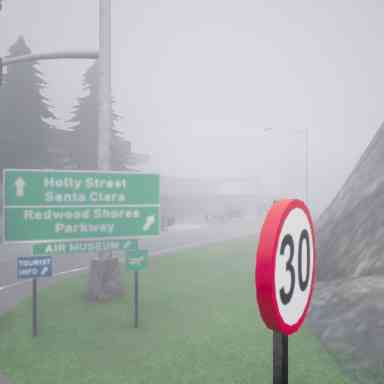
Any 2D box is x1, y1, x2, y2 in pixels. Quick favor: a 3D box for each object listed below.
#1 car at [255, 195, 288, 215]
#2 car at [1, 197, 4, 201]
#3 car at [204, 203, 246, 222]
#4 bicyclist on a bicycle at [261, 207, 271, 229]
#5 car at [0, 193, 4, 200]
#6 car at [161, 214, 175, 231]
[{"bbox_3d":[8.995,1.413,36.662,2.150,2.045,5.566,0,0,36],"label":"car"},{"bbox_3d":[-12.297,1.505,26.109,1.905,1.878,3.866,0,0,35],"label":"car"},{"bbox_3d":[2.871,1.683,28.321,2.128,1.511,4.902,0,0,36],"label":"car"},{"bbox_3d":[4.641,1.643,18.728,1.656,1.620,0.582,0,0,36],"label":"bicyclist on a bicycle"},{"bbox_3d":[-38.345,1.489,70.143,4.514,1.523,2.007,0,0,35],"label":"car"},{"bbox_3d":[-3.176,1.792,20.067,1.895,1.301,4.718,0,0,36],"label":"car"}]
